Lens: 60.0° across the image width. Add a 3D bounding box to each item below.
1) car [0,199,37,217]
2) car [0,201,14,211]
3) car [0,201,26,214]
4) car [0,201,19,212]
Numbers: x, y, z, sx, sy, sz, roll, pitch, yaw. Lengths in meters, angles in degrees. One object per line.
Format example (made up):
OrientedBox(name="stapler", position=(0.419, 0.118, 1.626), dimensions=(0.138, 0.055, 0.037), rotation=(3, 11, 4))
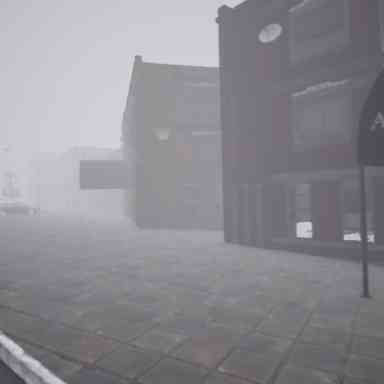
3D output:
OrientedBox(name="car", position=(-18.399, 1.741, 34.122), dimensions=(2.231, 1.521, 4.892), rotation=(-1, -1, 35))
OrientedBox(name="car", position=(-30.262, 2.088, 50.863), dimensions=(2.163, 1.488, 4.792), rotation=(0, -1, 35))
OrientedBox(name="car", position=(-23.471, 1.917, 41.307), dimensions=(2.002, 1.452, 4.674), rotation=(0, -1, 35))
OrientedBox(name="car", position=(-26.858, 2.008, 46.099), dimensions=(2.002, 1.452, 4.674), rotation=(0, -1, 35))
